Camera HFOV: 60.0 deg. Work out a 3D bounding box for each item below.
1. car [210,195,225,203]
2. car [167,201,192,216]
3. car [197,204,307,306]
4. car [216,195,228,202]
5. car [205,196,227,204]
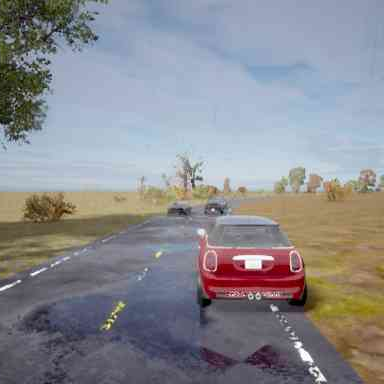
[{"bbox_3d":[5.094,1.441,66.322,2.128,1.511,4.902,0,0,14],"label":"car"},{"bbox_3d":[-1.144,1.588,31.980,1.895,1.301,4.718,0,0,7],"label":"car"},{"bbox_3d":[1.197,1.350,8.221,2.097,1.767,4.553,0,0,2],"label":"car"},{"bbox_3d":[3.718,1.521,44.896,2.033,1.411,5.357,0,0,11],"label":"car"},{"bbox_3d":[2.386,1.489,34.813,1.837,1.490,4.892,0,0,8],"label":"car"}]
